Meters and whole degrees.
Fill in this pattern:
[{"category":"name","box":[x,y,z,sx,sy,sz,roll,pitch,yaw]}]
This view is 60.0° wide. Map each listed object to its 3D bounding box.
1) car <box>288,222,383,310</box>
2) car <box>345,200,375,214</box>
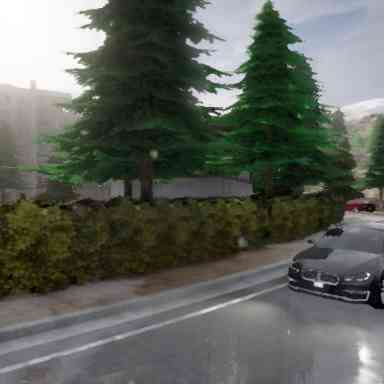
[{"category":"car","box":[4.175,1.536,8.109,4.892,1.490,1.837,0,0,-44]},{"category":"car","box":[18.530,1.619,38.050,1.882,1.535,5.008,0,0,-14]}]
